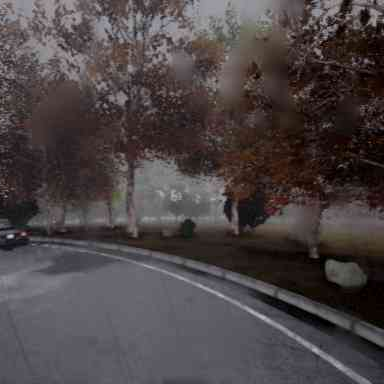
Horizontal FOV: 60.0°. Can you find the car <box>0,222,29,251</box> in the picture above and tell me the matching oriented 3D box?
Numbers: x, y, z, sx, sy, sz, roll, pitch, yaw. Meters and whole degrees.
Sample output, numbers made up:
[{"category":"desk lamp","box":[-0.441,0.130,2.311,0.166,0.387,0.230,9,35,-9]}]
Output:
[{"category":"car","box":[-9.433,1.846,14.097,5.357,1.411,2.033,-1,0,24]}]
